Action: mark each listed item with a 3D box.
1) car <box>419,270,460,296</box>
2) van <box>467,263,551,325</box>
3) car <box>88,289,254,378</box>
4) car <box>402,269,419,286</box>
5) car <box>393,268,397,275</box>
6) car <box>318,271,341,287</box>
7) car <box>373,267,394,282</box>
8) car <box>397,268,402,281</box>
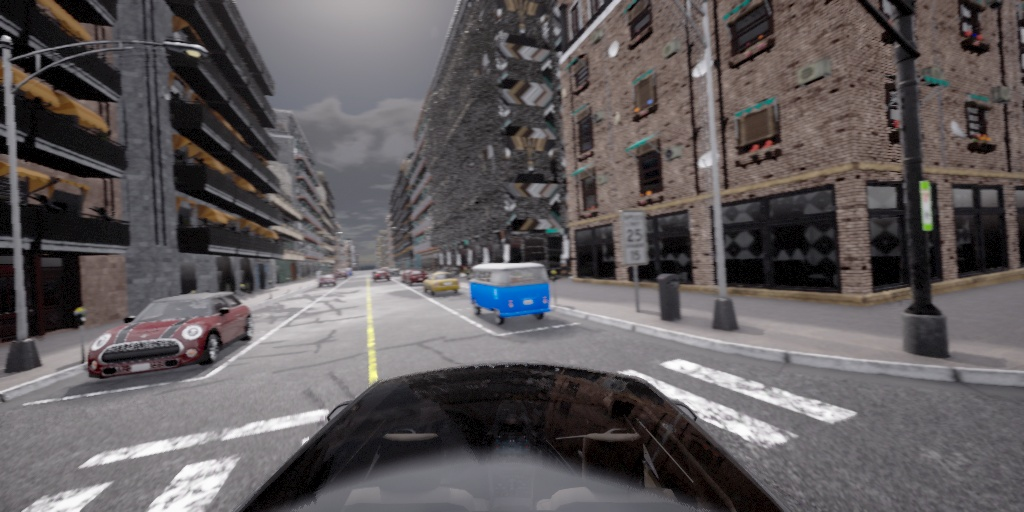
[{"bbox_3d":[-4.483,1.602,22.605,1.751,1.417,4.829,0,0,-22],"label":"car"},{"bbox_3d":[-0.189,1.129,11.949,1.690,1.789,3.998,0,0,-22],"label":"van"},{"bbox_3d":[-7.953,1.689,8.828,1.967,1.591,4.097,0,0,-22],"label":"car"},{"bbox_3d":[-8.649,1.919,32.945,1.888,1.381,4.507,0,0,-22],"label":"car"},{"bbox_3d":[-19.225,2.685,59.196,2.007,1.370,4.403,0,0,-22],"label":"car"},{"bbox_3d":[-20.644,2.721,40.325,1.802,1.307,4.207,0,0,-22],"label":"car"},{"bbox_3d":[-16.240,2.414,44.762,1.812,1.442,4.674,-3,0,-22],"label":"car"},{"bbox_3d":[-10.764,2.071,38.195,1.888,1.381,4.507,0,0,-22],"label":"car"}]
